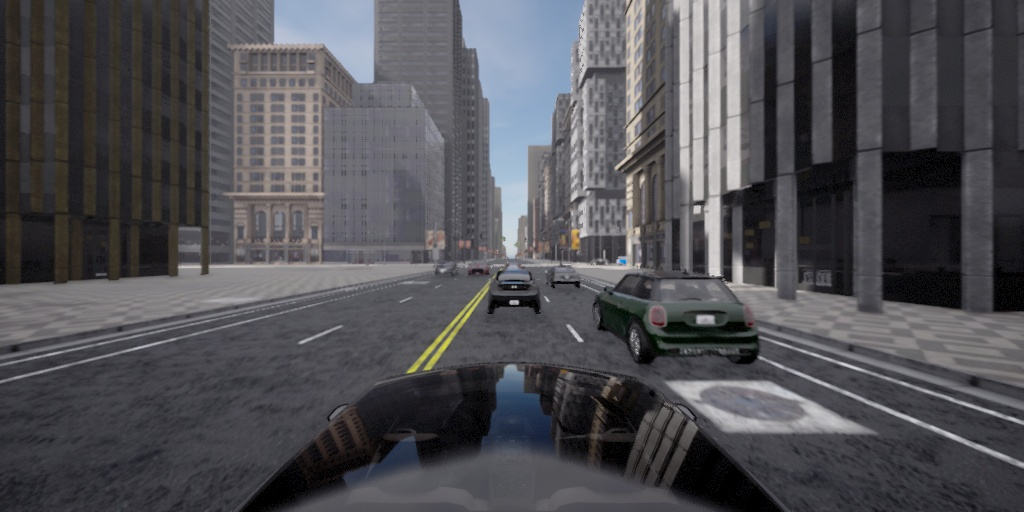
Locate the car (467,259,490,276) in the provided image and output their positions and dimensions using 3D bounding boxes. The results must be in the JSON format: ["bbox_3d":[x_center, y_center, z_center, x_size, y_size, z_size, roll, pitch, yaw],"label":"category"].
[{"bbox_3d":[-3.357,1.129,37.142,2.097,1.767,4.553,0,0,0],"label":"car"}]

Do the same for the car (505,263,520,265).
[{"bbox_3d":[0.082,1.298,29.835,1.812,1.442,4.674,0,0,0],"label":"car"}]

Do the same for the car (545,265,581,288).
[{"bbox_3d":[3.308,1.315,23.971,2.033,1.411,5.357,0,0,0],"label":"car"}]

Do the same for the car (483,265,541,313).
[{"bbox_3d":[0.082,1.264,14.033,1.837,1.490,4.892,0,0,0],"label":"car"}]

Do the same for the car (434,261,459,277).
[{"bbox_3d":[-6.608,1.270,36.640,2.128,1.511,4.902,0,0,0],"label":"car"}]

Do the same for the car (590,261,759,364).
[{"bbox_3d":[3.307,1.106,8.240,2.097,1.767,4.553,0,0,0],"label":"car"}]
